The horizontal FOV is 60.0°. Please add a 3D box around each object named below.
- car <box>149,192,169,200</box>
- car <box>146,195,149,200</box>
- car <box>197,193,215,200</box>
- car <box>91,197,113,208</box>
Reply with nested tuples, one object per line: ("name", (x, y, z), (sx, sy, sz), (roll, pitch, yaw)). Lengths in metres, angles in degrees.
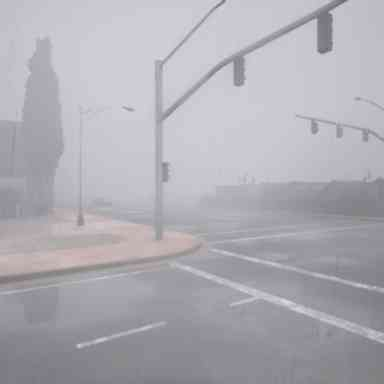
("car", (-7.381, 1.045, 78.877), (3.866, 1.878, 1.905), (0, 0, -34))
("car", (-8.956, 1.042, 81.305), (4.605, 1.855, 1.932), (0, 0, -34))
("car", (3.634, 1.047, 62.636), (3.866, 1.878, 1.905), (0, 0, -34))
("car", (-13.100, 1.499, 48.169), (2.033, 1.411, 5.357), (0, 0, -32))
